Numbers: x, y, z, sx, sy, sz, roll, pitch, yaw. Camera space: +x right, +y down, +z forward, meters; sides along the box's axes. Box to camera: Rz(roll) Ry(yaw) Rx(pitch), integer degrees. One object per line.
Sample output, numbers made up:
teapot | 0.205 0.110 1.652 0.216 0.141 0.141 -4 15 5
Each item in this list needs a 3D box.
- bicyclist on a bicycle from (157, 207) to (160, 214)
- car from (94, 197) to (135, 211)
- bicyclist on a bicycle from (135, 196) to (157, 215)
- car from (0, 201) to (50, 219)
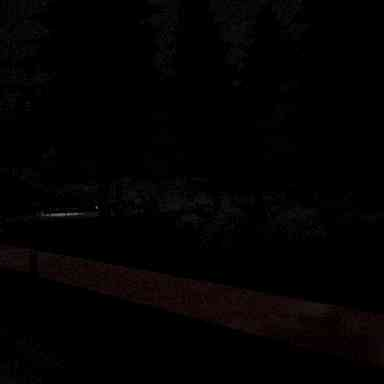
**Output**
bicyclist on a bicycle | -3.529 1.142 28.924 1.656 1.620 0.582 0 0 22
car | -8.295 1.329 35.907 2.128 1.511 4.902 0 0 36
bicyclist on a bicycle | -4.091 1.141 28.441 1.656 1.620 0.582 0 0 15
car | -14.350 1.438 27.422 1.895 1.301 4.718 0 0 35
